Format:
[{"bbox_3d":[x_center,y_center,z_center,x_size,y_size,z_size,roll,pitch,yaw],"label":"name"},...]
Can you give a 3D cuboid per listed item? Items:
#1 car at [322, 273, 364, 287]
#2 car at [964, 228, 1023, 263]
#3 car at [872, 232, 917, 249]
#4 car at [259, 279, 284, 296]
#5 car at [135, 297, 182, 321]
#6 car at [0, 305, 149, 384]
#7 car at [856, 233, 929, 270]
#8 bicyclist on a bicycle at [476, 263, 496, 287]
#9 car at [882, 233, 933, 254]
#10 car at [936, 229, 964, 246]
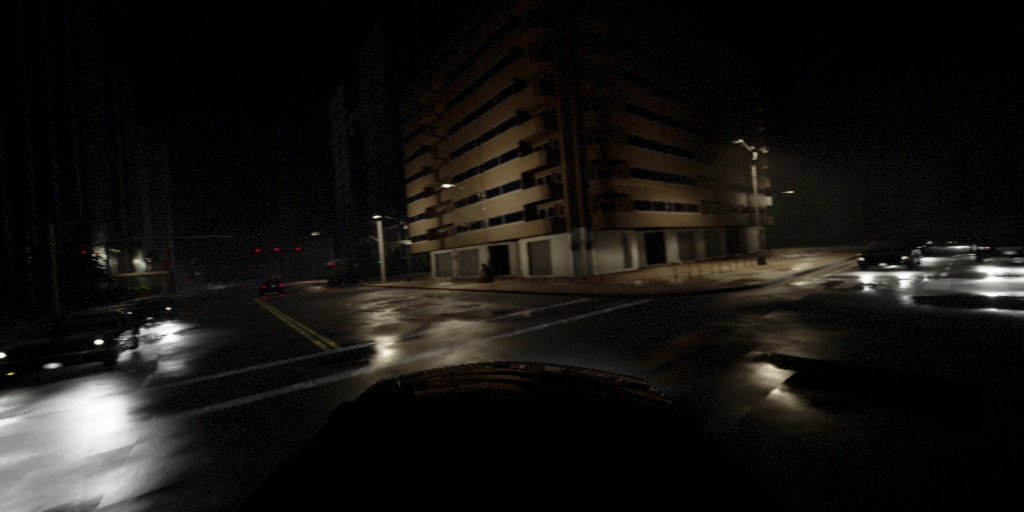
[{"bbox_3d":[-21.596,3.164,46.872,1.882,1.535,5.008,-6,-1,20],"label":"car"},{"bbox_3d":[23.115,-0.536,16.794,4.902,1.511,2.128,-4,0,-38],"label":"car"},{"bbox_3d":[37.176,-1.518,34.994,1.812,1.442,4.674,-5,0,32],"label":"car"},{"bbox_3d":[-27.606,3.481,41.123,2.097,1.767,4.553,-4,-1,-38],"label":"car"},{"bbox_3d":[-20.291,3.056,20.437,1.895,1.301,4.718,-4,0,-38],"label":"car"},{"bbox_3d":[-12.098,2.362,10.088,1.895,1.301,4.718,-4,0,-39],"label":"car"},{"bbox_3d":[18.998,-0.151,18.018,5.357,1.411,2.033,-4,0,-38],"label":"car"},{"bbox_3d":[-1.863,1.332,25.318,1.656,1.620,0.582,-4,-1,-39],"label":"bicyclist on a bicycle"},{"bbox_3d":[26.384,-0.748,23.864,4.892,1.490,1.837,-5,0,-38],"label":"car"},{"bbox_3d":[38.631,-1.614,30.978,1.994,1.385,4.181,-5,0,37],"label":"car"}]
